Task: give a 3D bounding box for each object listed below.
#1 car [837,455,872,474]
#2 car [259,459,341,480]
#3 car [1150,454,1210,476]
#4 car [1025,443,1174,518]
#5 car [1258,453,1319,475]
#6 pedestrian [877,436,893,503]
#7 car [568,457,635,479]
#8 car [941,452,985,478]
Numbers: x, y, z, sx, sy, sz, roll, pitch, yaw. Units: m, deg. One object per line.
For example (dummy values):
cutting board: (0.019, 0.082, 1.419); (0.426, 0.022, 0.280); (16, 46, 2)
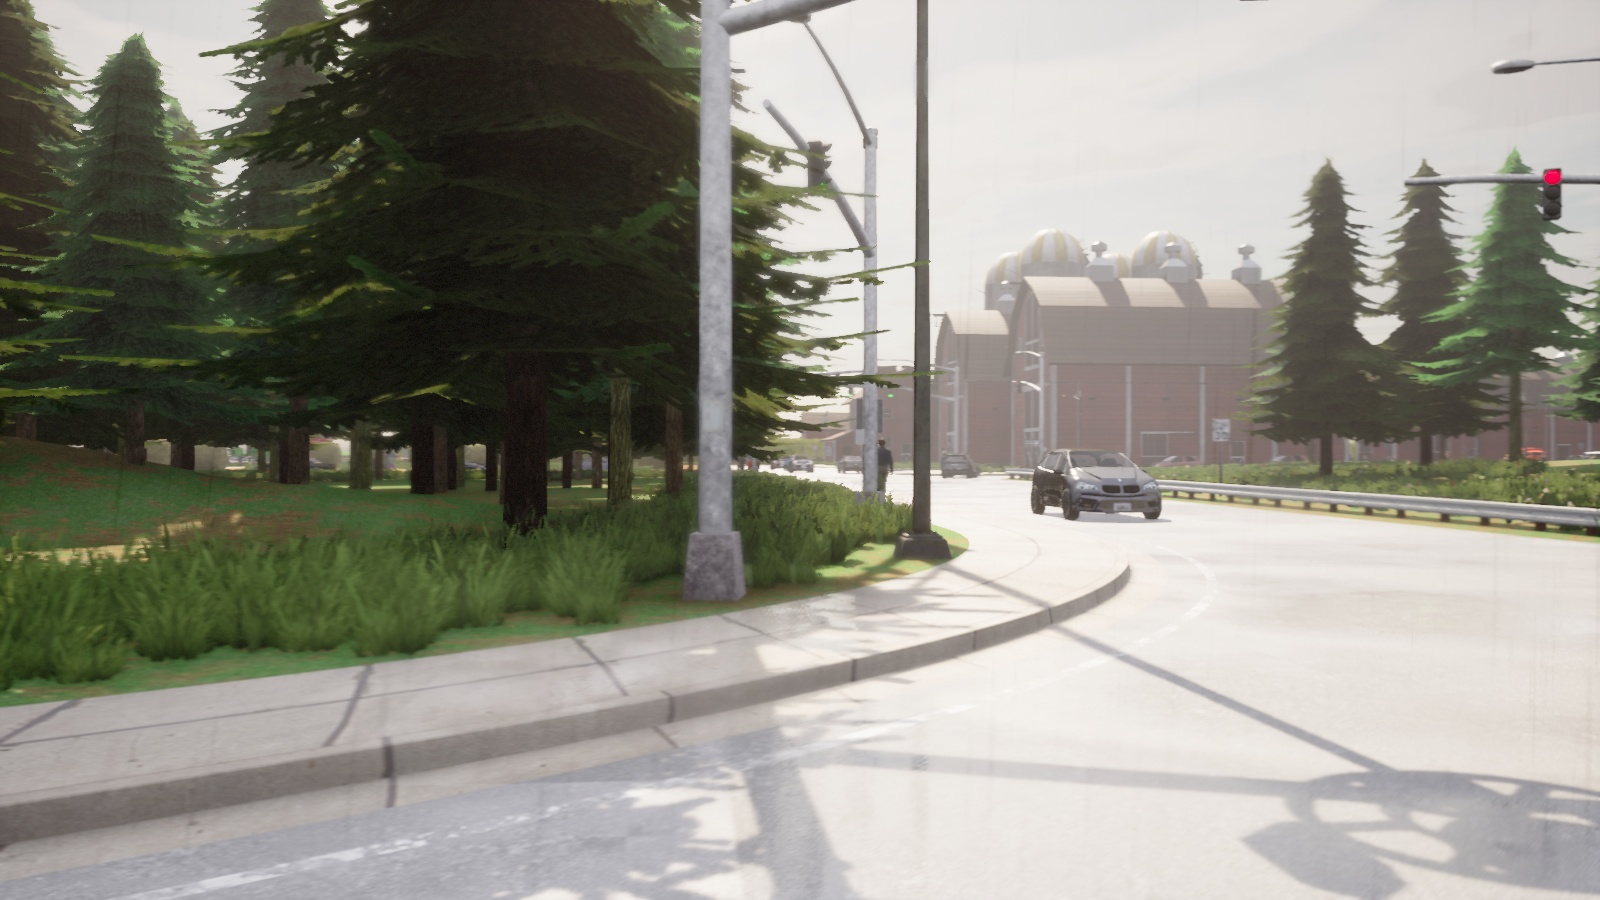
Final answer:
car: (4.297, 1.147, 99.289); (2.033, 1.411, 5.357); (0, 0, -6)
car: (-33.333, 1.290, 83.829); (4.718, 1.301, 1.895); (0, 0, -5)
car: (26.837, 1.038, 88.821); (3.633, 1.501, 1.845); (0, 0, -5)
car: (7.103, 0.682, 30.350); (2.242, 1.667, 4.611); (0, 0, -4)
car: (34.806, 1.014, 89.482); (3.633, 1.501, 1.845); (0, 0, -5)
pedestrian: (2.346, 0.531, 34.812); (0.370, 1.835, 0.726); (0, 0, -2)
car: (-12.925, 1.184, 82.010); (4.181, 1.385, 1.994); (0, 0, -5)
car: (10.646, 0.963, 81.679); (2.033, 1.649, 4.856); (-1, -1, 17)
